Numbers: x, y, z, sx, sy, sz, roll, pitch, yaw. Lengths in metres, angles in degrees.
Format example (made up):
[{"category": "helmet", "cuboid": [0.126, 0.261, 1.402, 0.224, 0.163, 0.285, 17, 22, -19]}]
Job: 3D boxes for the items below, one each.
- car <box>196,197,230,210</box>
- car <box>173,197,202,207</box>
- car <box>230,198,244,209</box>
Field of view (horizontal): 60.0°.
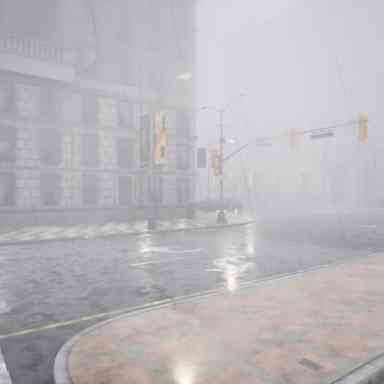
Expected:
[{"category": "car", "cuboid": [2.324, 1.567, 42.248, 1.994, 1.385, 4.181, 0, 0, -36]}, {"category": "car", "cuboid": [-0.801, 1.551, 52.626, 2.033, 1.411, 5.357, 0, 0, -35]}, {"category": "car", "cuboid": [4.885, 1.508, 44.681, 1.837, 1.490, 4.892, 0, 0, -36]}]
